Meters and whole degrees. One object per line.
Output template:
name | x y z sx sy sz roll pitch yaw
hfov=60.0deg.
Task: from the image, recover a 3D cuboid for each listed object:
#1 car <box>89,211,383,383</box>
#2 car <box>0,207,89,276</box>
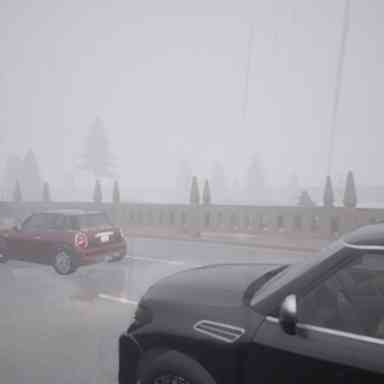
car | 1.918 1.206 2.487 5.566 2.045 2.150 0 0 35
car | -4.299 1.342 10.488 4.553 1.767 2.097 0 0 30
